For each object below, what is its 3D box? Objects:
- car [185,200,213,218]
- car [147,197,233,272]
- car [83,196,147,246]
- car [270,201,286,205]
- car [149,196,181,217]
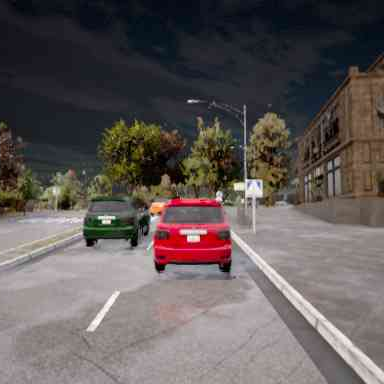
[{"bbox_3d":[0.717,1.447,30.002,1.994,1.385,4.181,-1,0,8],"label":"car"},{"bbox_3d":[0.011,1.223,10.988,2.150,2.045,5.566,0,1,0],"label":"car"},{"bbox_3d":[-3.269,1.206,15.316,2.150,2.045,5.566,0,0,0],"label":"car"},{"bbox_3d":[22.711,3.113,87.876,1.812,1.442,4.674,3,-5,-38],"label":"car"},{"bbox_3d":[-2.418,1.274,31.099,2.097,1.767,4.553,-1,0,8],"label":"car"}]
